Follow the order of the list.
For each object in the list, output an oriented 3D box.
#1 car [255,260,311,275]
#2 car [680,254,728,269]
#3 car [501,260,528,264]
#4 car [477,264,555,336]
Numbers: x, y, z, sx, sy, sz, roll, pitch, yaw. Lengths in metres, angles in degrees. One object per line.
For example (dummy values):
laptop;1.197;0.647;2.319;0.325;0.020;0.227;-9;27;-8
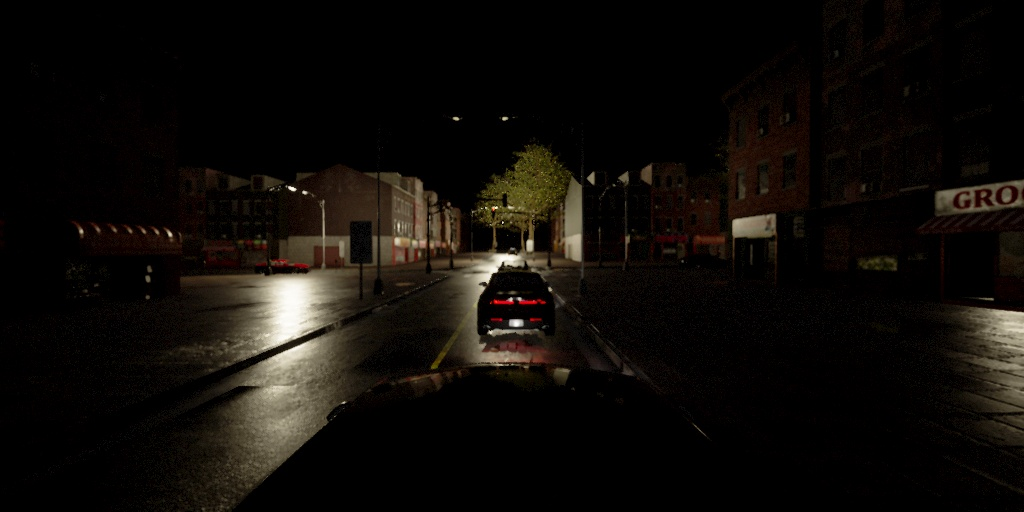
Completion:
car;-20.307;1.018;31.906;4.507;1.381;1.888;0;0;0
car;17.274;0.483;31.962;4.313;1.339;1.948;0;0;0
car;0.134;0.937;19.356;2.128;1.511;4.902;0;1;0
car;0.103;1.137;9.994;1.837;1.490;4.892;0;1;0
